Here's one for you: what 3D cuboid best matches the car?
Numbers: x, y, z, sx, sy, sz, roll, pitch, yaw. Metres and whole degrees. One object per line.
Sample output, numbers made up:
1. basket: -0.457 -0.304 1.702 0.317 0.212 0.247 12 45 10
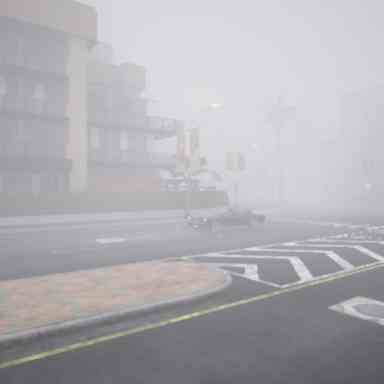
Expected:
1. car: 2.040 1.542 19.390 4.718 1.301 1.895 0 0 -35
